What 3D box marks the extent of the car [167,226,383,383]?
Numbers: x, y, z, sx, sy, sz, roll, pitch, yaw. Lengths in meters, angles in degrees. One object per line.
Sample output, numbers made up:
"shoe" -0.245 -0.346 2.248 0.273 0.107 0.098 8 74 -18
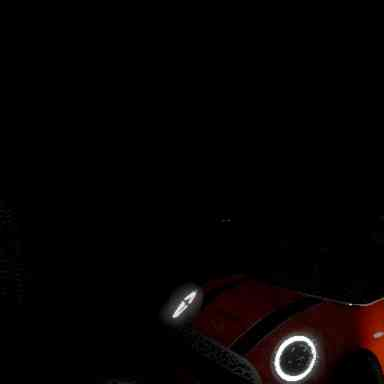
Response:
"car" 1.906 1.340 4.430 4.553 1.767 2.097 0 0 -35
